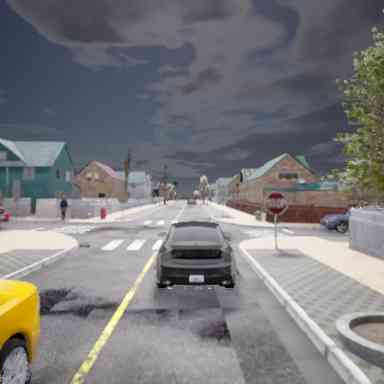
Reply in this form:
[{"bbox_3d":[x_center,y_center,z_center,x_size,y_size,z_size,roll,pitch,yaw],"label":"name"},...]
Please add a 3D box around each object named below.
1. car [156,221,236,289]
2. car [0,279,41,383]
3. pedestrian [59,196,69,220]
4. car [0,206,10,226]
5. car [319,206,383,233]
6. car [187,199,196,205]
[{"bbox_3d":[0.091,1.567,9.326,1.837,1.490,4.892,0,0,0],"label":"car"},{"bbox_3d":[-2.803,1.491,2.042,1.882,1.535,5.008,0,0,1],"label":"car"},{"bbox_3d":[-9.650,1.193,24.963,0.375,1.860,0.375,0,-3,0],"label":"pedestrian"},{"bbox_3d":[-13.593,1.053,19.108,5.566,2.045,2.150,1,-1,-1],"label":"car"},{"bbox_3d":[10.948,1.803,22.105,4.553,1.767,2.097,1,-1,1],"label":"car"},{"bbox_3d":[-0.062,2.184,74.008,1.994,1.385,4.181,0,-1,0],"label":"car"}]
